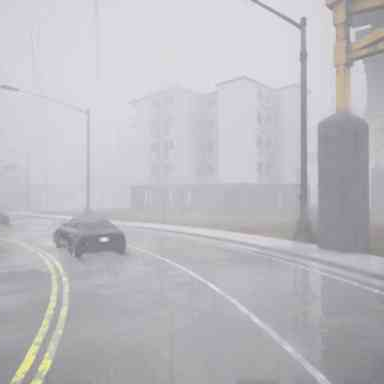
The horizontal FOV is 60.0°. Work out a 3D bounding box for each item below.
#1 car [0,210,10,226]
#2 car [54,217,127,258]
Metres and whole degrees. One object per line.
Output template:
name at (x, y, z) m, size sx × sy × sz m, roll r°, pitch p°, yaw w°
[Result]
car at (-15.116, 1.803, 24.579) m, size 4.181 × 1.385 × 1.994 m, roll 0°, pitch -1°, yaw 43°
car at (-4.275, 1.698, 13.656) m, size 1.994 × 1.385 × 4.181 m, roll 0°, pitch -1°, yaw -34°
